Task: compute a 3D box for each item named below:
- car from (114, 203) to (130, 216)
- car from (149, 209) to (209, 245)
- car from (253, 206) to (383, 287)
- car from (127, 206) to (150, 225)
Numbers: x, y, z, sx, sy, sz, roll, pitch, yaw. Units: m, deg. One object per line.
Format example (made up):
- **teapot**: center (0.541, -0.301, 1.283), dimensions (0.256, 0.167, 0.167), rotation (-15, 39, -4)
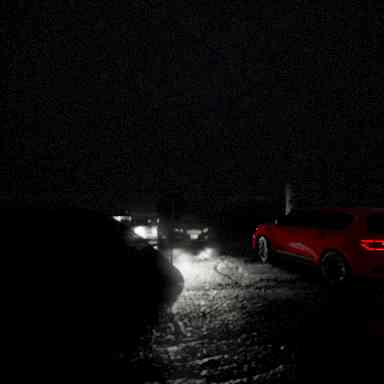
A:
- **car**: center (-8.399, 2.155, 40.818), dimensions (1.837, 1.490, 4.892), rotation (1, -2, -20)
- **car**: center (-0.588, 1.761, 17.178), dimensions (2.128, 1.511, 4.902), rotation (1, -1, -16)
- **car**: center (4.083, 1.430, 10.285), dimensions (2.150, 2.045, 5.566), rotation (1, -1, -21)
- **car**: center (-4.041, 2.052, 28.356), dimensions (1.895, 1.301, 4.718), rotation (1, -1, -18)
